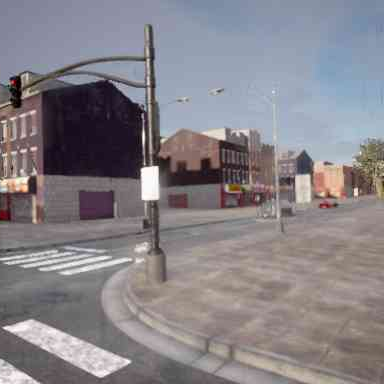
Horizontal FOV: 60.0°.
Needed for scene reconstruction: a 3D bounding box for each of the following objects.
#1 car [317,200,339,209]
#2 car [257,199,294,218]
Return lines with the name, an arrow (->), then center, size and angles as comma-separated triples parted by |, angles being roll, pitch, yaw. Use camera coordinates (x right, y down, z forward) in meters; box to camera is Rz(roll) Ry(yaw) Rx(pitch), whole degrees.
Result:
car -> 18.965, 1.736, 46.350 | 1.895, 1.301, 4.718 | -3, -2, 36
car -> 7.779, 1.476, 31.037 | 2.097, 1.767, 4.553 | -3, -2, 36
